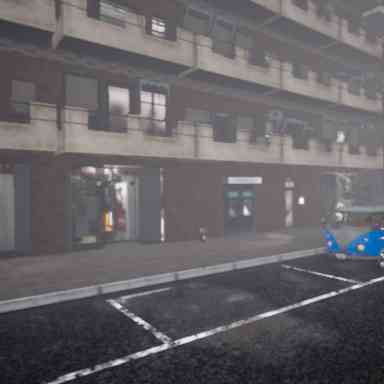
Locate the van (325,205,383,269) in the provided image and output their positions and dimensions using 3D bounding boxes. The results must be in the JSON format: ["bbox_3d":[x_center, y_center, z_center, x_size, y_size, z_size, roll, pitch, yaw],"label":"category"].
[{"bbox_3d":[6.003,1.328,10.817,3.998,1.788,1.690,0,-1,-35],"label":"van"}]
